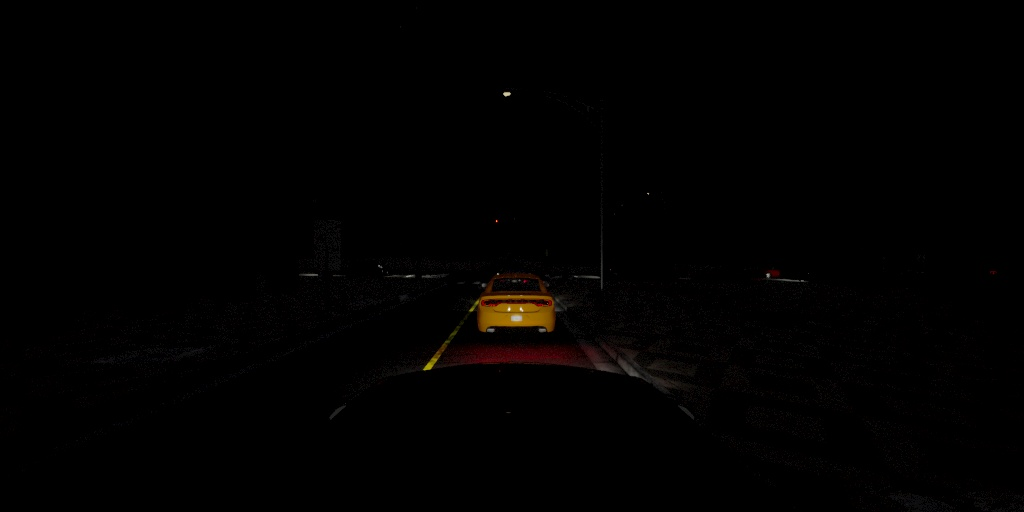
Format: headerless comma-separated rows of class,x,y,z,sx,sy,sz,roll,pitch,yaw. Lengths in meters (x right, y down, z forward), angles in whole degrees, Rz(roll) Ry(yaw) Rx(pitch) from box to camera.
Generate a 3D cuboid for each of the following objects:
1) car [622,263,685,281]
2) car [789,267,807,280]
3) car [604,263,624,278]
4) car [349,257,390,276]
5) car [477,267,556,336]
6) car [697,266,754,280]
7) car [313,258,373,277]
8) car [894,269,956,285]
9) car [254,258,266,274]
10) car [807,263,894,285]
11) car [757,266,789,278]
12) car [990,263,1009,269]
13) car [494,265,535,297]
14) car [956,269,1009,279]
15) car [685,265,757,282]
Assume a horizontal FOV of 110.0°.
car,12.144,1.522,30.958,4.313,1.339,1.948,0,0,0
car,31.886,1.771,36.793,4.892,1.490,1.837,1,0,0
car,11.902,1.454,36.816,4.892,1.490,1.837,1,0,0
car,-13.881,0.926,33.594,4.553,1.767,2.097,1,0,1
car,0.104,1.227,10.405,1.882,1.535,5.008,0,0,0
car,21.820,1.704,36.809,4.718,1.301,1.895,1,0,0
car,-14.764,1.114,30.882,4.403,1.370,2.007,0,0,0
car,34.717,1.862,30.942,4.507,1.381,1.888,0,0,0
car,-23.879,0.928,33.647,4.902,1.511,2.128,1,0,0
car,29.073,1.539,30.946,5.009,1.841,2.192,0,0,0
car,29.087,1.763,39.472,4.507,1.381,1.888,0,0,0
car,46.361,1.734,33.591,5.566,2.045,2.150,1,0,0
car,0.111,1.296,20.232,2.033,1.411,5.357,0,0,0
car,40.367,1.994,30.938,4.207,1.307,1.802,0,0,0
car,17.956,1.569,30.954,4.829,1.417,1.751,0,0,0
